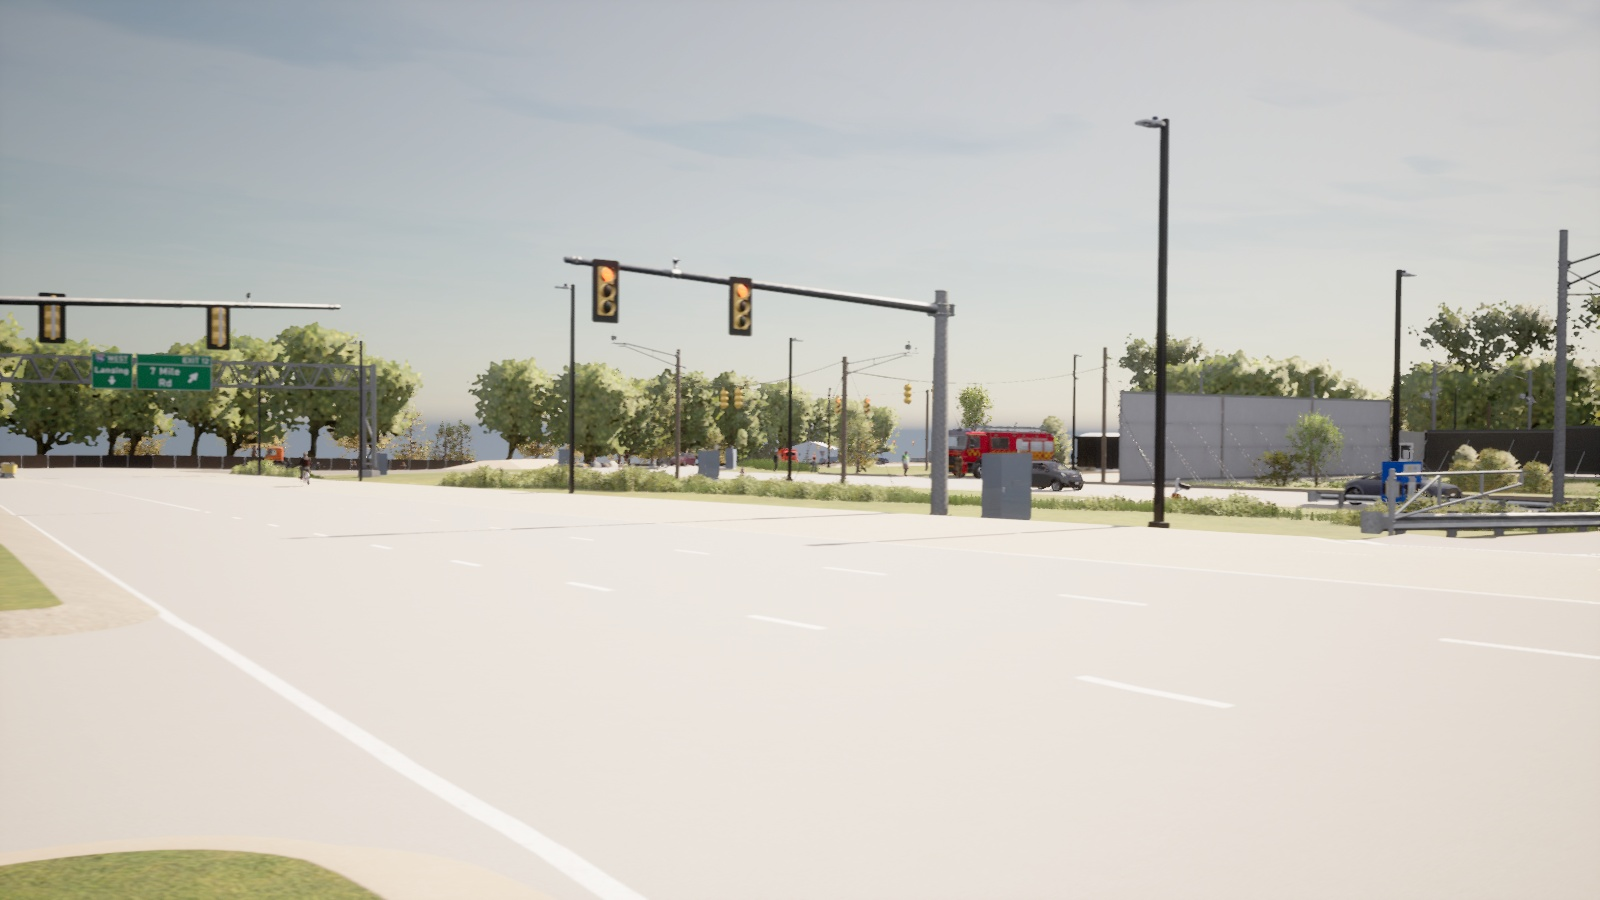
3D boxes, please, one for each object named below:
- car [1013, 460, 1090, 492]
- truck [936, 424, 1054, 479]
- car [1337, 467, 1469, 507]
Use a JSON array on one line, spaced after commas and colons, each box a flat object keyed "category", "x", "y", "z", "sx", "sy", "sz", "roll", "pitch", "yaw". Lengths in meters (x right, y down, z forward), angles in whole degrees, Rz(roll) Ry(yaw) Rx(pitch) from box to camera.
[{"category": "car", "x": 12.797, "y": 1.299, "z": 64.032, "sx": 1.845, "sy": 1.501, "sz": 3.633, "roll": 0, "pitch": 0, "yaw": -34}, {"category": "truck", "x": 14.215, "y": 0.098, "z": 91.450, "sx": 8.468, "sy": 3.827, "sz": 2.891, "roll": 0, "pitch": 1, "yaw": -29}, {"category": "car", "x": 23.292, "y": 1.389, "z": 48.614, "sx": 1.994, "sy": 1.385, "sz": 4.181, "roll": 0, "pitch": 0, "yaw": -35}]
